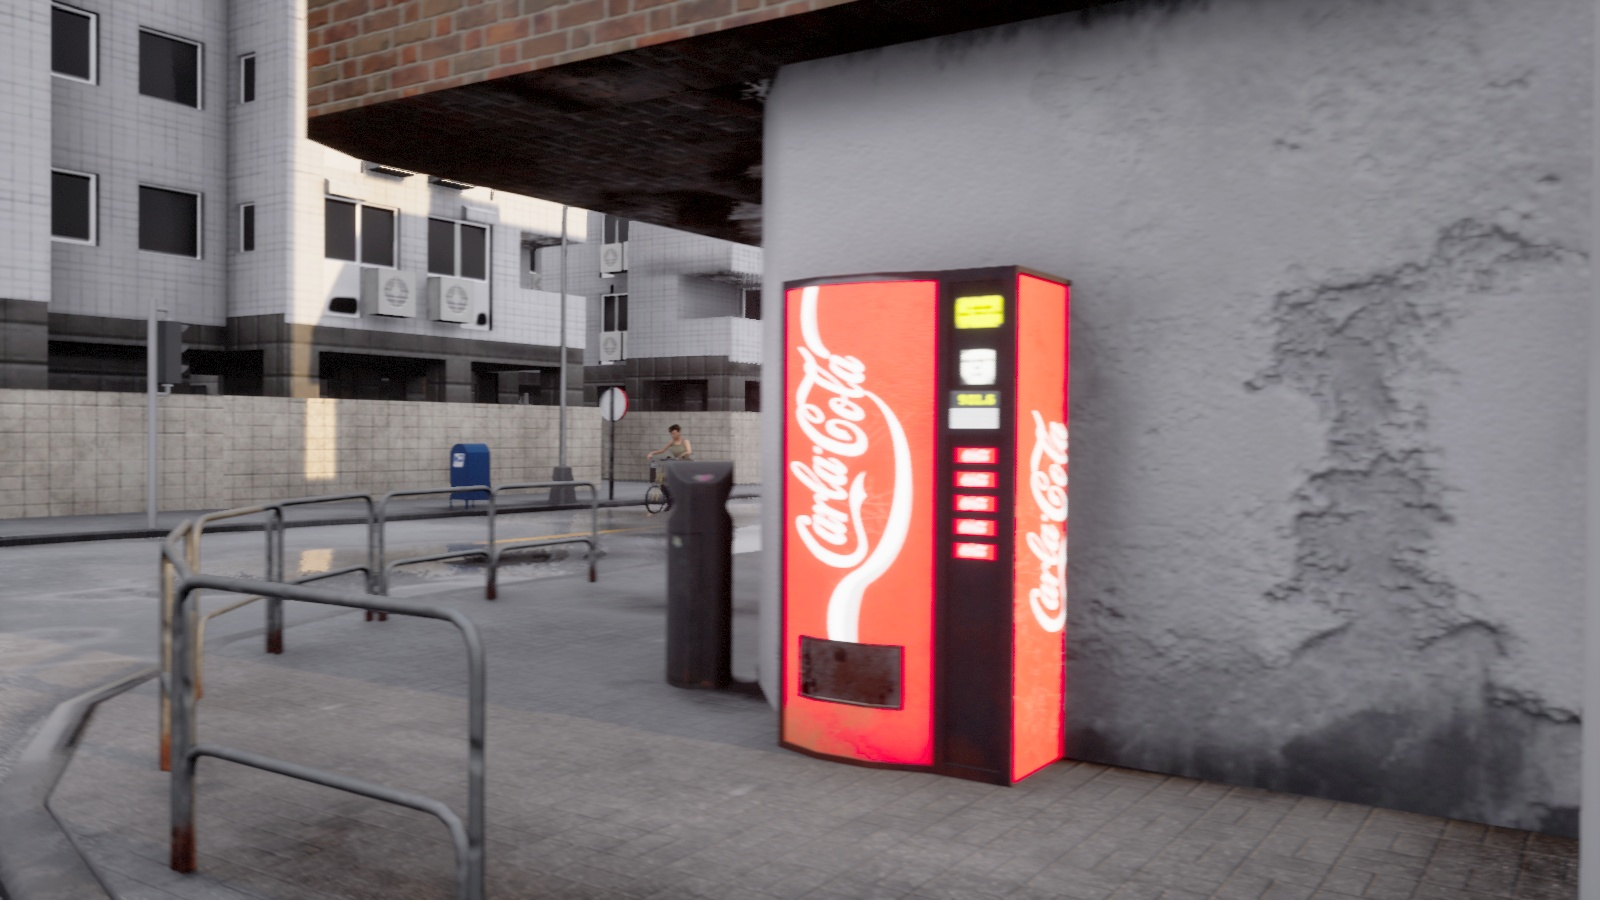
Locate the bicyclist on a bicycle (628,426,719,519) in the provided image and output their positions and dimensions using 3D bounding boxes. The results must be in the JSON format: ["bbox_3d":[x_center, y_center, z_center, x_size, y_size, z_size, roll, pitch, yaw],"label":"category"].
[{"bbox_3d":[-2.273,0.379,22.703,0.866,1.612,1.509,0,1,33],"label":"bicyclist on a bicycle"}]
